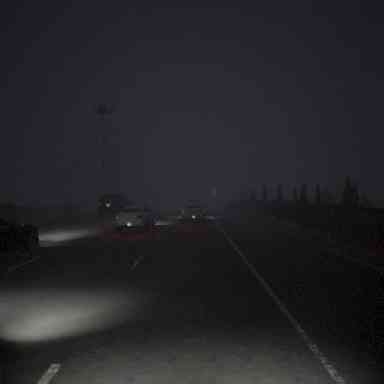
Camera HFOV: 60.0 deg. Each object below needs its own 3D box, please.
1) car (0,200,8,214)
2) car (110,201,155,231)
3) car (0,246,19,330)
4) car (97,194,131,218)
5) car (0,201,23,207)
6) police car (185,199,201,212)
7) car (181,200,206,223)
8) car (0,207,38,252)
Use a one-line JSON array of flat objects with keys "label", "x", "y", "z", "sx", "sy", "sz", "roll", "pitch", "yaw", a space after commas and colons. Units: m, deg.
[{"label": "car", "x": -20.990, "y": 1.511, "z": 33.768, "sx": 1.837, "sy": 1.490, "sz": 4.892, "roll": 0, "pitch": -1, "yaw": 0}, {"label": "car", "x": -3.391, "y": 1.508, "z": 20.238, "sx": 1.812, "sy": 1.442, "sz": 4.674, "roll": 0, "pitch": 0, "yaw": 0}, {"label": "car", "x": -3.391, "y": 1.524, "z": 2.370, "sx": 1.812, "sy": 1.442, "sz": 4.674, "roll": 0, "pitch": 0, "yaw": 0}, {"label": "car", "x": -6.886, "y": 1.197, "z": 30.069, "sx": 2.150, "sy": 2.045, "sz": 5.566, "roll": 0, "pitch": 0, "yaw": 0}, {"label": "car", "x": -14.040, "y": 1.457, "z": 23.959, "sx": 1.882, "sy": 1.535, "sz": 5.008, "roll": 0, "pitch": 0, "yaw": 0}, {"label": "police car", "x": 0.121, "y": 1.796, "z": 42.696, "sx": 2.038, "sy": 1.542, "sz": 4.974, "roll": 0, "pitch": -3, "yaw": 0}, {"label": "car", "x": 0.113, "y": 1.504, "z": 25.493, "sx": 1.812, "sy": 1.442, "sz": 4.674, "roll": 0, "pitch": 0, "yaw": 0}, {"label": "car", "x": -6.893, "y": 1.482, "z": 11.037, "sx": 2.128, "sy": 1.511, "sz": 4.902, "roll": 0, "pitch": 0, "yaw": 0}]
